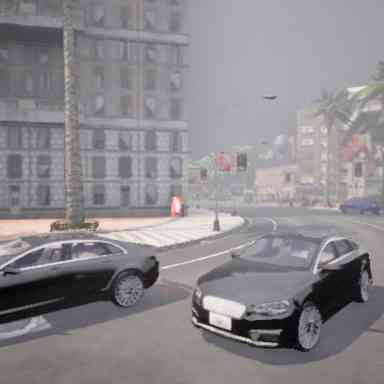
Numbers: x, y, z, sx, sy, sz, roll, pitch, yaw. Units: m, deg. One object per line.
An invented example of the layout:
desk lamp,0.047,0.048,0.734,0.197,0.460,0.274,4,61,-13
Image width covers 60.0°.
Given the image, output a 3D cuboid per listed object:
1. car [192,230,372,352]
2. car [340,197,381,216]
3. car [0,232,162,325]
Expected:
car,2.030,1.566,6.507,2.128,1.511,4.902,-1,-1,42
car,19.377,1.600,38.488,2.150,2.045,5.566,0,-1,-4
car,-2.905,1.590,6.455,4.902,1.511,2.128,1,-1,-40
